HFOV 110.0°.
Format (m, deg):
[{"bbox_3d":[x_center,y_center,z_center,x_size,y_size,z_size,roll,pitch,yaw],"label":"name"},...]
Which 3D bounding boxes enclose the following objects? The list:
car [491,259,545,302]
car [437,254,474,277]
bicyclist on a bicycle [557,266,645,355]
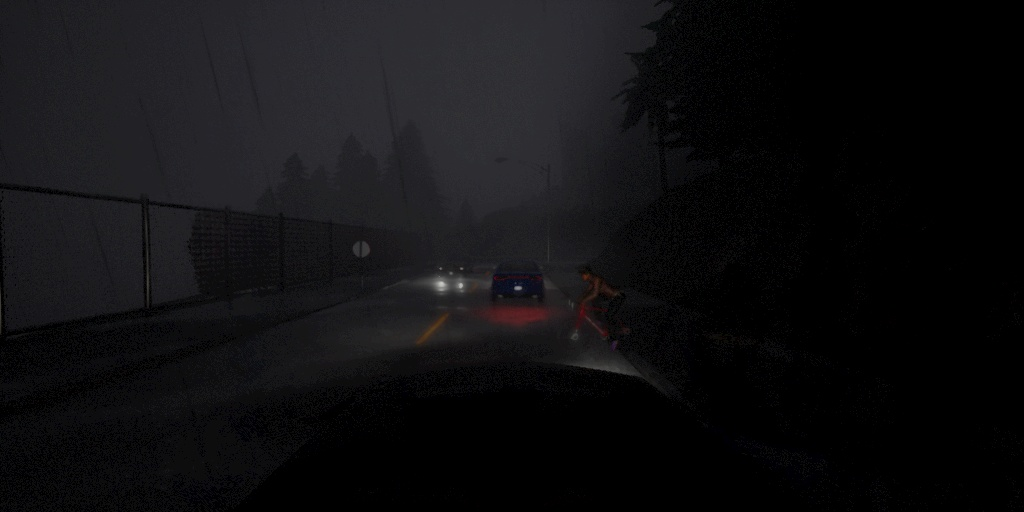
[{"bbox_3d":[0.240,0.845,14.390,1.882,1.535,5.008,0,2,1],"label":"car"},{"bbox_3d":[-3.724,0.601,24.747,2.033,1.411,5.357,0,2,1],"label":"car"},{"bbox_3d":[1.604,0.995,6.670,1.656,1.620,0.582,-6,2,1],"label":"bicyclist on a bicycle"}]
